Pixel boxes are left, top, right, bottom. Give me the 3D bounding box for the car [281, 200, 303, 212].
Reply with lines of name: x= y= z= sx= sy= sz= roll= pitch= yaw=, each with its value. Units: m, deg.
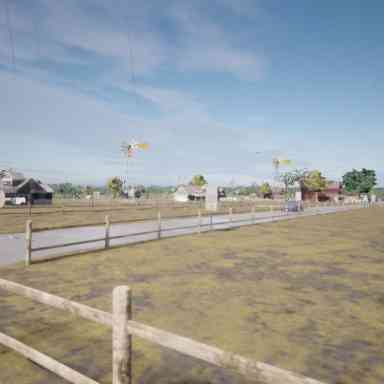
car: x=14.891 y=1.997 z=49.328 sx=2.097 sy=1.767 sz=4.553 roll=1 pitch=0 yaw=36
